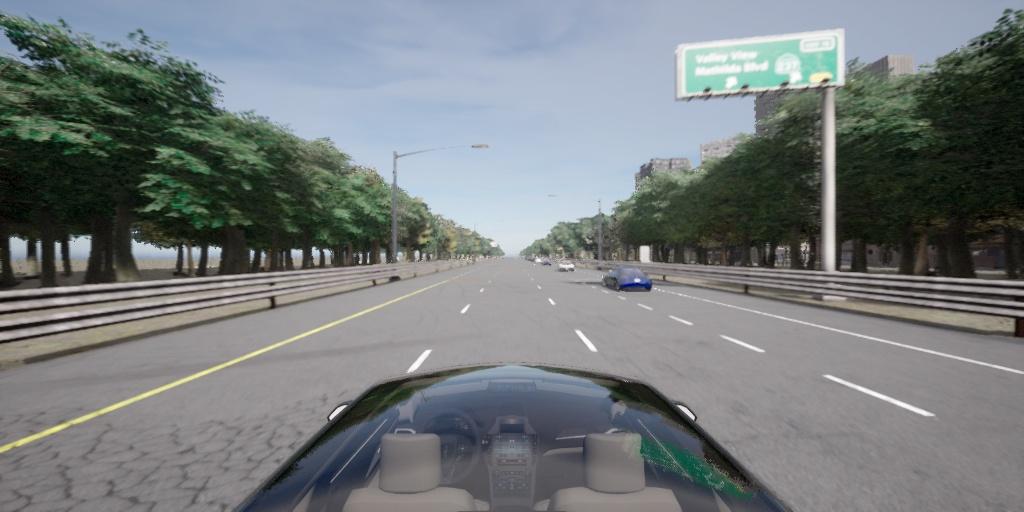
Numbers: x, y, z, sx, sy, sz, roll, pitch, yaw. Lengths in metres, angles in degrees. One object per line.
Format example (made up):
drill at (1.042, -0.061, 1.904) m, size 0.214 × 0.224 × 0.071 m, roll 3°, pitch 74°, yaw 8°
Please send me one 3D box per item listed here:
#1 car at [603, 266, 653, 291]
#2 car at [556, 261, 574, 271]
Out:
car at (6.994, 1.323, 22.014) m, size 1.994 × 1.385 × 4.181 m, roll 0°, pitch 0°, yaw 0°
car at (6.984, 1.369, 47.921) m, size 1.895 × 1.301 × 4.718 m, roll 0°, pitch 0°, yaw 0°
